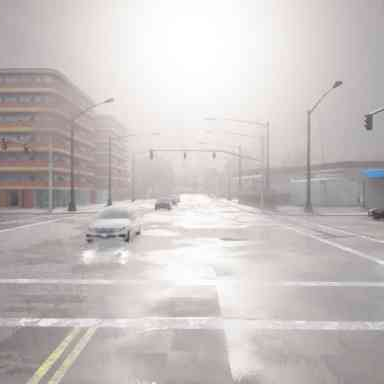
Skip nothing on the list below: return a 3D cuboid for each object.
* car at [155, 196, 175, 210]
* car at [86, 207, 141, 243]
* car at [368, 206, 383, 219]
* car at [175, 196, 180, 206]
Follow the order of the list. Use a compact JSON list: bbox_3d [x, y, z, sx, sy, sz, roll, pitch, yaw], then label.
[{"bbox_3d":[-3.564,1.478,42.019,1.882,1.535,5.008,0,0,0],"label":"car"},{"bbox_3d":[-3.584,1.490,15.903,1.812,1.442,4.674,0,0,0],"label":"car"},{"bbox_3d":[16.630,1.505,26.469,4.892,1.490,1.837,0,0,0],"label":"car"},{"bbox_3d":[-3.540,1.600,55.816,1.895,1.301,4.718,0,0,0],"label":"car"}]
